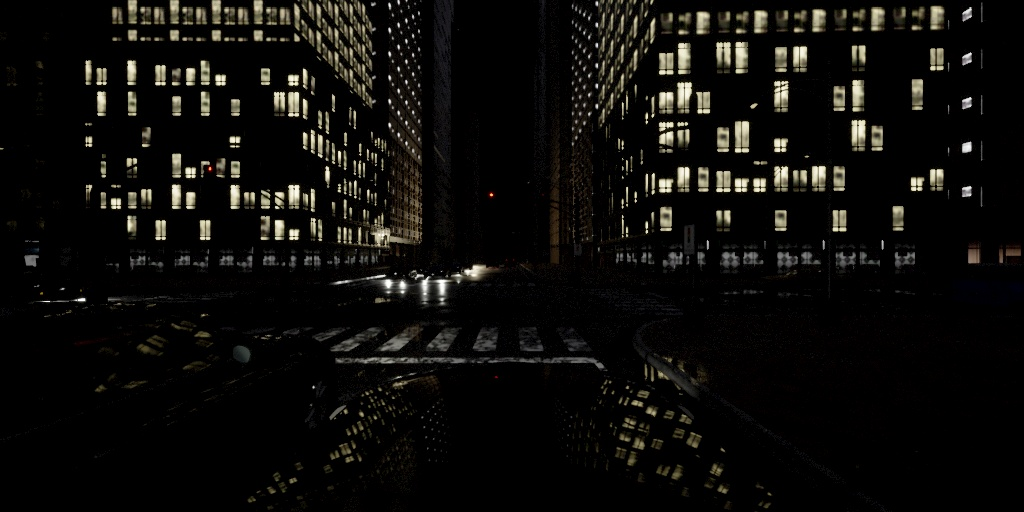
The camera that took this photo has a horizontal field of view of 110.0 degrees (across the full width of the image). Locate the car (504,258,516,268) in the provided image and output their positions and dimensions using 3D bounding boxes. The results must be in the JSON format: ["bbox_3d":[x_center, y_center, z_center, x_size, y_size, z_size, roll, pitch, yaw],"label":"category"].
[{"bbox_3d":[-0.329,1.426,63.793,1.994,1.385,4.181,0,0,0],"label":"car"}]

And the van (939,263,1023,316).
[{"bbox_3d":[18.301,1.119,12.718,3.998,1.789,1.690,0,0,2],"label":"van"}]

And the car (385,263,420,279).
[{"bbox_3d":[-10.015,1.343,32.770,1.994,1.385,4.181,0,0,0],"label":"car"}]

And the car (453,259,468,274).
[{"bbox_3d":[-6.817,1.277,42.797,1.882,1.535,5.008,0,0,0],"label":"car"}]

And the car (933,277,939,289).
[{"bbox_3d":[26.824,1.356,20.451,4.207,1.307,1.802,0,0,2],"label":"car"}]

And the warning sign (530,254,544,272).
[{"bbox_3d":[2.643,0.909,40.794,1.300,1.860,1.060,0,0,0],"label":"warning sign"}]

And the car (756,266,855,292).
[{"bbox_3d":[16.987,1.293,20.883,4.829,1.417,1.751,0,0,2],"label":"car"}]

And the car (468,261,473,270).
[{"bbox_3d":[-6.858,1.389,52.776,1.994,1.385,4.181,0,0,0],"label":"car"}]

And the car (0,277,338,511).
[{"bbox_3d":[-3.154,1.102,2.525,2.097,1.767,4.553,0,0,0],"label":"car"}]

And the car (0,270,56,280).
[{"bbox_3d":[-22.521,1.322,16.378,4.181,1.385,1.994,0,0,0],"label":"car"}]

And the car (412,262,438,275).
[{"bbox_3d":[-10.054,1.361,41.679,1.994,1.385,4.181,0,0,0],"label":"car"}]

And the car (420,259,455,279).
[{"bbox_3d":[-6.764,1.305,32.923,1.812,1.442,4.674,0,0,0],"label":"car"}]

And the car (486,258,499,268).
[{"bbox_3d":[-3.473,1.213,63.616,2.097,1.767,4.553,0,0,-1],"label":"car"}]

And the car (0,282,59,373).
[{"bbox_3d":[-9.718,1.255,4.501,1.837,1.490,4.892,0,0,1],"label":"car"}]
